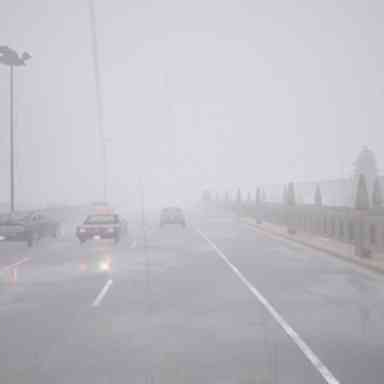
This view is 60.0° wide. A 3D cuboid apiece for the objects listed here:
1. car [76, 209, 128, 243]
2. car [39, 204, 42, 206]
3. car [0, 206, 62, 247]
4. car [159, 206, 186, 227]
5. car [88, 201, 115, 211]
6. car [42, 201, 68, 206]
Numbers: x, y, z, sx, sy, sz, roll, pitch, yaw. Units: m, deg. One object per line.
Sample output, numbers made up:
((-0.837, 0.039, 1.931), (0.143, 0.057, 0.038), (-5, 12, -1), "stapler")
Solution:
((-4.426, 1.770, 17.135), (1.895, 1.301, 4.718), (0, 0, -4), "car")
((-21.027, 2.075, 49.218), (2.128, 1.511, 4.902), (0, -1, -4), "car")
((-7.855, 1.670, 15.874), (2.128, 1.511, 4.902), (0, 0, -4), "car")
((-1.455, 1.761, 24.420), (2.033, 1.411, 5.357), (0, 0, -4), "car")
((-9.221, 1.697, 34.329), (2.097, 1.767, 4.553), (0, 0, -4), "car")
((-17.029, 2.026, 42.470), (1.994, 1.385, 4.181), (0, -1, -4), "car")
